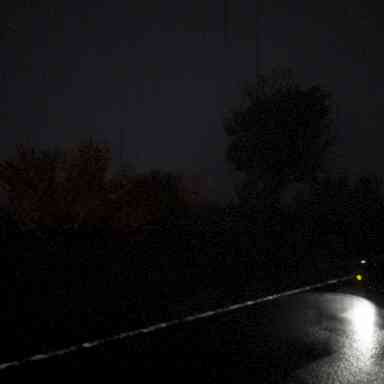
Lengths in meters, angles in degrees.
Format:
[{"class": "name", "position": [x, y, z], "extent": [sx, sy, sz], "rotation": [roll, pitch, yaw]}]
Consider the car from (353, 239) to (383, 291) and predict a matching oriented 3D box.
[{"class": "car", "position": [5.830, 1.649, 8.146], "extent": [4.181, 1.385, 1.994], "rotation": [1, 0, -35]}]
